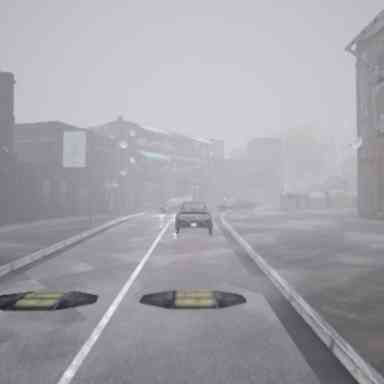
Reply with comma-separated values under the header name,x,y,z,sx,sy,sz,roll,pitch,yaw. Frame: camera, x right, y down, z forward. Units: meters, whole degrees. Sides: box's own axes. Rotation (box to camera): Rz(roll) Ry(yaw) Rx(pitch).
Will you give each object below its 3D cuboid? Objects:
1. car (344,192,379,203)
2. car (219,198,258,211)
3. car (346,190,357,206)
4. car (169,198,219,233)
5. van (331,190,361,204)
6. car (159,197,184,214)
name,x,y,z,sx,sy,sz,roll,pitch,yaw
car,26.470,0.850,52.274,2.231,1.521,4.892,-3,-1,-12
car,4.957,1.319,35.874,2.033,1.411,5.357,-1,-2,43
car,21.043,0.705,38.555,2.435,2.045,5.566,-3,-1,-12
car,0.130,1.290,17.959,2.128,1.511,4.902,0,1,1
van,23.753,0.779,51.578,1.878,1.987,4.442,-3,-1,-12
car,-1.340,1.222,31.074,1.812,1.442,4.674,-1,-1,22
